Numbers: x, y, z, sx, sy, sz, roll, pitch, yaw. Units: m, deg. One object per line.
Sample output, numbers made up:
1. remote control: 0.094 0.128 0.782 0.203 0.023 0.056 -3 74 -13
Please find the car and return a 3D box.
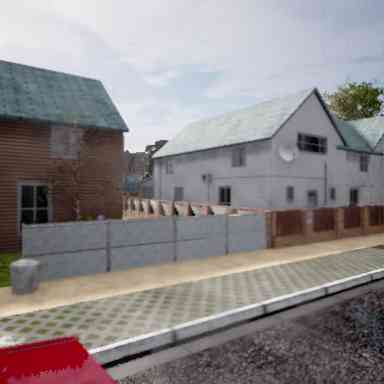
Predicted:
1. car: -2.513 1.604 1.263 4.718 1.301 1.895 0 0 -36
